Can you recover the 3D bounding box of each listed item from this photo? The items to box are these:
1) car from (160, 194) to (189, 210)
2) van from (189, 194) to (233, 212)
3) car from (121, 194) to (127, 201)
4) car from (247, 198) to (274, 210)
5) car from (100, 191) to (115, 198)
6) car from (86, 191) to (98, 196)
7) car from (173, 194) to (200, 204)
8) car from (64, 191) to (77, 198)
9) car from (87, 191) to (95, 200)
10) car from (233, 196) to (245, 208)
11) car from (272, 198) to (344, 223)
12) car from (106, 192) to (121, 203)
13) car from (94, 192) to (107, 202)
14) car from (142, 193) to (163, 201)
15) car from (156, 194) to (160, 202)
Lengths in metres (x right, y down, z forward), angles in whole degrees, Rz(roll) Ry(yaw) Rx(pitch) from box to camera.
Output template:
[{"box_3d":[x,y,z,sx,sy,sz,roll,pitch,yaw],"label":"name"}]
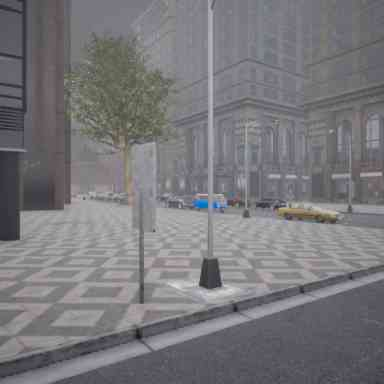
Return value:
[{"box_3d":[-1.415,1.231,37.745,2.008,1.369,4.403,1,0,-35],"label":"car"},{"box_3d":[1.809,1.091,33.142,1.690,1.788,3.998,1,0,-35],"label":"van"},{"box_3d":[-7.761,1.051,46.813,1.752,1.417,4.829,1,0,-35],"label":"car"},{"box_3d":[8.786,1.316,38.038,1.947,1.339,4.313,1,0,-35],"label":"car"},{"box_3d":[-20.204,0.588,79.455,1.887,1.381,4.507,1,0,-35],"label":"car"},{"box_3d":[-26.647,0.472,88.658,1.802,1.307,4.206,1,0,-35],"label":"car"},{"box_3d":[-0.878,1.074,51.847,2.008,1.369,4.403,1,0,-35],"label":"car"},{"box_3d":[-27.184,0.484,74.563,1.967,1.590,4.097,1,0,-35],"label":"car"},{"box_3d":[-17.522,0.831,60.758,2.008,1.369,4.403,1,0,-35],"label":"car"},{"box_3d":[5.566,1.224,42.640,1.887,1.381,4.507,1,0,-35],"label":"car"},{"box_3d":[8.348,1.398,23.794,1.752,1.417,4.829,1,0,-35],"label":"car"},{"box_3d":[-11.079,0.992,51.554,2.008,1.369,4.403,1,0,-35],"label":"car"},{"box_3d":[-14.301,0.911,56.156,2.008,1.369,4.403,1,0,-35],"label":"car"},{"box_3d":[-7.320,0.911,61.050,2.008,1.369,4.403,1,0,-35],"label":"car"},{"box_3d":[-4.097,0.881,56.448,1.967,1.590,4.097,1,0,-35],"label":"car"}]
